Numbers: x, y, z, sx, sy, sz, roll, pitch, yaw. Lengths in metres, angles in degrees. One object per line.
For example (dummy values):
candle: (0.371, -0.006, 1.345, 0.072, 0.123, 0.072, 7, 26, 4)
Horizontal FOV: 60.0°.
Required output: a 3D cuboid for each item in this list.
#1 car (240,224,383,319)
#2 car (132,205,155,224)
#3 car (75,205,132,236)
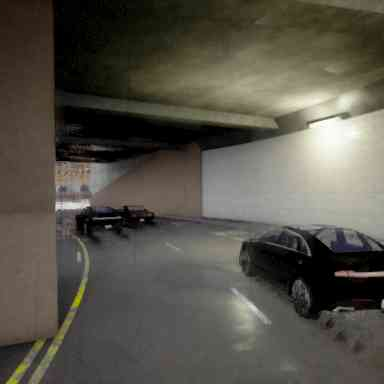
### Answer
car: (2.545, 1.458, 7.374, 2.128, 1.511, 4.902, 0, 0, -10)
car: (-4.527, 1.615, 24.379, 1.895, 1.301, 4.718, -1, 0, -32)
car: (-5.330, 1.520, 18.724, 2.128, 1.511, 4.902, -1, 0, -28)
